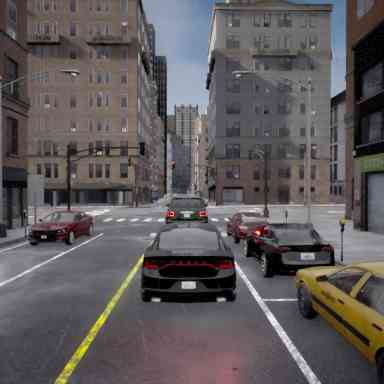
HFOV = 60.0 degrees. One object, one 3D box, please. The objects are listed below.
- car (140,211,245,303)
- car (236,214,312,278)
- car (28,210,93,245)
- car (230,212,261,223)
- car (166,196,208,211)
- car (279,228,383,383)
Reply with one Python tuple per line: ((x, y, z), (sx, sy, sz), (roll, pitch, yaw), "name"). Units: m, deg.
((-0.079, 1.475, 8.292), (1.882, 1.535, 5.008), (0, 0, 0), "car")
((2.719, 1.562, 9.985), (1.947, 1.339, 4.313), (-1, 0, -1), "car")
((-5.913, 1.539, 15.432), (1.887, 1.381, 4.507), (-1, 0, -1), "car")
((2.631, 1.576, 15.570), (1.802, 1.307, 4.206), (-1, 0, -1), "car")
((-0.284, 1.215, 18.423), (2.150, 2.045, 5.566), (0, 0, -1), "car")
((2.803, 1.524, 4.569), (1.752, 1.417, 4.829), (-1, 0, -1), "car")
